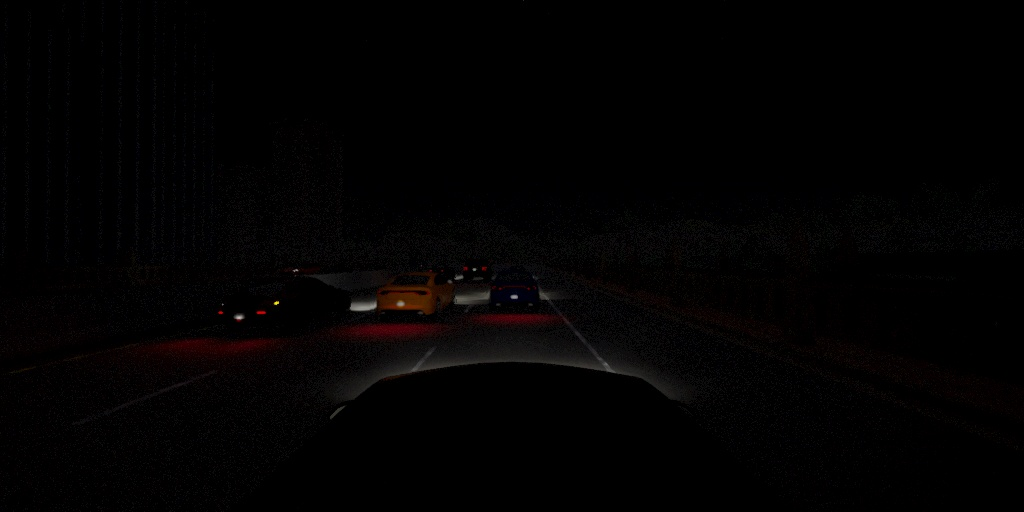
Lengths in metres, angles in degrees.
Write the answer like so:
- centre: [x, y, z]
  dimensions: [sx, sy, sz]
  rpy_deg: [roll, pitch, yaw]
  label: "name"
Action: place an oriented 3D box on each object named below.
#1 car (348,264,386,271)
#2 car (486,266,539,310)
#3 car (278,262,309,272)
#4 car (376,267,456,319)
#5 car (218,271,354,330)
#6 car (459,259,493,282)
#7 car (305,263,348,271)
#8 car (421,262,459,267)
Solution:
- centre: [-13.667, 1.566, 34.866]
  dimensions: [1.837, 1.490, 4.892]
  rpy_deg: [0, -1, 2]
  label: "car"
- centre: [0.113, 1.357, 15.480]
  dimensions: [1.882, 1.535, 5.008]
  rpy_deg: [0, -1, 1]
  label: "car"
- centre: [-20.666, 1.414, 34.944]
  dimensions: [2.097, 1.767, 4.553]
  rpy_deg: [0, -1, 2]
  label: "car"
- centre: [-3.393, 1.338, 13.459]
  dimensions: [1.882, 1.535, 5.008]
  rpy_deg: [0, 0, 0]
  label: "car"
- centre: [-6.907, 1.366, 11.404]
  dimensions: [1.812, 1.442, 4.674]
  rpy_deg: [0, 0, 0]
  label: "car"
- centre: [-3.034, 1.261, 32.494]
  dimensions: [2.150, 2.045, 5.566]
  rpy_deg: [0, -1, 2]
  label: "car"
- centre: [-17.176, 1.607, 34.680]
  dimensions: [2.033, 1.411, 5.357]
  rpy_deg: [0, -1, 2]
  label: "car"
- centre: [-6.507, 1.540, 33.433]
  dimensions: [2.128, 1.511, 4.902]
  rpy_deg: [0, -1, 2]
  label: "car"
